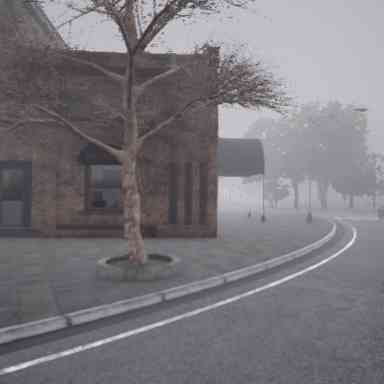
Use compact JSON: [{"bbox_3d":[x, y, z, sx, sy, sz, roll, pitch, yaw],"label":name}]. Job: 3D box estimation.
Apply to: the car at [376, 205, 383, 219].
[{"bbox_3d":[17.684,1.680,29.070,1.837,1.490,4.892,0,-1,13],"label":"car"}]
